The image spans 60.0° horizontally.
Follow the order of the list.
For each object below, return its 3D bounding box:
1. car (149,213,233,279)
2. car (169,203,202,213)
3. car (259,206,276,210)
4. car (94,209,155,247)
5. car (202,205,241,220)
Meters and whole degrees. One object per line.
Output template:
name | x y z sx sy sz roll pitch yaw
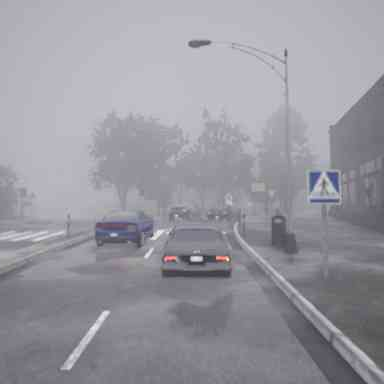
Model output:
car | 0.123 1.588 10.147 2.033 1.411 5.357 0 0 0
car | -0.417 1.732 28.769 1.837 1.490 4.892 -2 -3 20
car | 19.141 4.114 83.636 4.718 1.301 1.895 -4 -6 41
car | -2.944 1.533 15.452 1.882 1.535 5.008 0 0 3
car | 2.756 1.744 27.772 1.895 1.301 4.718 -2 -3 21
